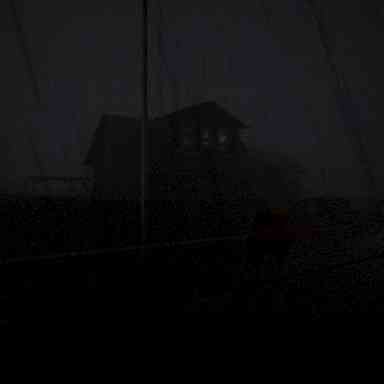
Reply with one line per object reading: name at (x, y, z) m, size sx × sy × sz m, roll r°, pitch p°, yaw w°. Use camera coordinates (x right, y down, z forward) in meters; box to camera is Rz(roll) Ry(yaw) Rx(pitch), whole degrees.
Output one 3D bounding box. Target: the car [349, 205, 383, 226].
car at (9.958, 1.455, 22.493) m, size 2.033 × 1.415 × 5.357 m, roll 0°, pitch 0°, yaw -33°
